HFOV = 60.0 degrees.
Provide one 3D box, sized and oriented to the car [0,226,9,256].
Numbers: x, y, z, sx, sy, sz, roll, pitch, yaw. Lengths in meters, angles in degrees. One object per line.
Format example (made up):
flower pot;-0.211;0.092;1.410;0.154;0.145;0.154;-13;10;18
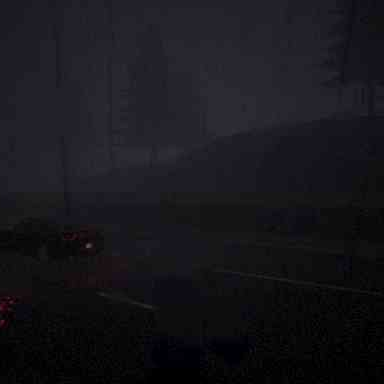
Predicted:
car;-7.350;1.582;9.251;5.008;1.535;1.882;0;0;36

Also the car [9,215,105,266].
car;-5.308;1.583;12.093;5.008;1.535;1.882;0;0;36
